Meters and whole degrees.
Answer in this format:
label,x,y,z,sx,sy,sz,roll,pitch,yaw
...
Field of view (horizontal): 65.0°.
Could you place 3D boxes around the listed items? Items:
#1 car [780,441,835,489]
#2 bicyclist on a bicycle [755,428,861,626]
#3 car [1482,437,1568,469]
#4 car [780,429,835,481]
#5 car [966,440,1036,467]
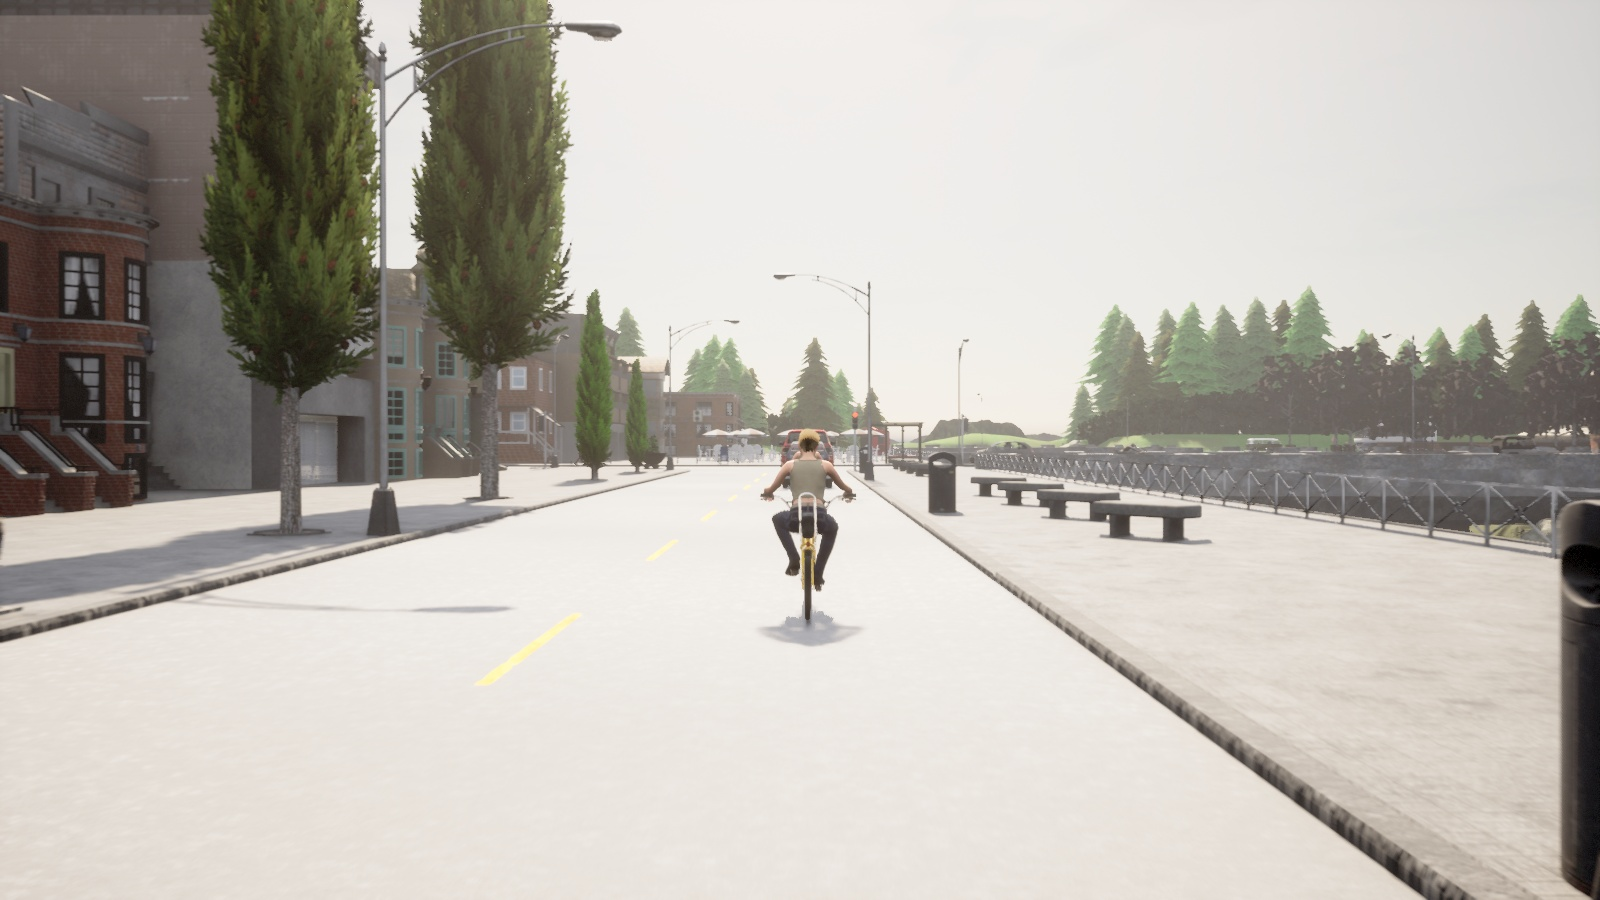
label,x,y,z,sx,sy,sz,roll,pitch,yaw
car,0.251,0.485,42.705,1.789,1.549,3.705,0,0,0
bicyclist on a bicycle,0.071,0.621,10.980,0.866,1.612,1.509,0,0,1
car,41.972,0.166,72.789,3.866,1.878,1.905,0,0,0
car,0.306,0.171,52.269,2.150,2.045,5.566,0,0,0
car,12.295,0.221,76.945,3.988,1.617,1.851,0,0,0
